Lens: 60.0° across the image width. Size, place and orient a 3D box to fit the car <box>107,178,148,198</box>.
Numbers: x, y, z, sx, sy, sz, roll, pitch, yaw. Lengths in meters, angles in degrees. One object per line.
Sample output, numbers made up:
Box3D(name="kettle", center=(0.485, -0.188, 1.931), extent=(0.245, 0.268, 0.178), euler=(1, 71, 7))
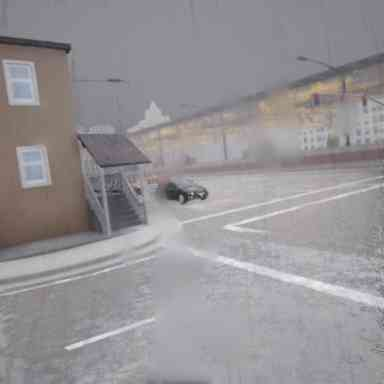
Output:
Box3D(name="car", center=(-6.327, -0.124, 30.771), extent=(1.882, 1.535, 5.008), euler=(-9, 5, -33))

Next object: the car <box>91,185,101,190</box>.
Box3D(name="car", center=(-11.871, -0.058, 38.961), extent=(1.994, 1.385, 4.181), euler=(-9, 5, -34))

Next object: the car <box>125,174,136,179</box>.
Box3D(name="car", center=(-12.794, -2.383, 65.230), extent=(2.150, 2.045, 5.566), euler=(-10, 5, -34))

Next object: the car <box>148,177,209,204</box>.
Box3D(name="car", center=(-0.793, -0.081, 22.649), extent=(1.837, 1.490, 4.892), euler=(-10, 5, -34))

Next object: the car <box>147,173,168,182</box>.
Box3D(name="car", center=(-5.753, -2.231, 54.911), extent=(2.097, 1.767, 4.553), euler=(-10, 6, -34))
